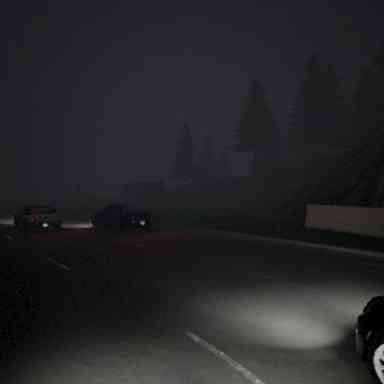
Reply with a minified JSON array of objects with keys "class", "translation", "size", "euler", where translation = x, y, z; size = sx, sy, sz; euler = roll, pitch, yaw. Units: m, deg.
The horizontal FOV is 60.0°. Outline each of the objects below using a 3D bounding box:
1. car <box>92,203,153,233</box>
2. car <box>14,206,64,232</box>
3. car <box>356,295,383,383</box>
[{"class":"car","translation":[-3.889,1.330,18.293],"size":[1.812,1.442,4.674],"euler":[-1,1,-39]},{"class":"car","translation":[-9.008,1.434,19.267],"size":[1.895,1.301,4.718],"euler":[-1,1,-36]},{"class":"car","translation":[3.323,1.449,2.198],"size":[1.837,1.490,4.892],"euler":[1,0,-14]}]
